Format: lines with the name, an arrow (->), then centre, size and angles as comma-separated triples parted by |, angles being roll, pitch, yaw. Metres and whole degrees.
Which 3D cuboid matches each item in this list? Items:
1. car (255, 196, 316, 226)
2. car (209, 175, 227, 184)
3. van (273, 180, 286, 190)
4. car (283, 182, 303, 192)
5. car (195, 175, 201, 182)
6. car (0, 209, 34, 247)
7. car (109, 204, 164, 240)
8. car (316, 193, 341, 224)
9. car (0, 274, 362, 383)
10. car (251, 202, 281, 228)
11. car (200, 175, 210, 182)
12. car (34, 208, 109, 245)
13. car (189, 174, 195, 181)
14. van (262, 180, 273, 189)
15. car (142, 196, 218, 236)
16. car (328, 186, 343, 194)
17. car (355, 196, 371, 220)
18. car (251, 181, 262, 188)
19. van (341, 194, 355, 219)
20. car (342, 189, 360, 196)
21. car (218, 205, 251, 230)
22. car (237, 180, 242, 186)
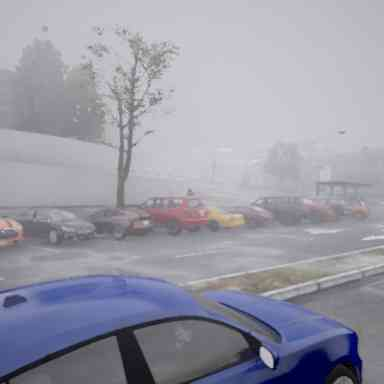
car -> 5.684, 1.332, 24.269 | 5.566, 2.045, 2.435 | -1, -1, 35
car -> 7.371, -2.968, 87.613 | 1.946, 1.575, 5.366 | 7, 3, 34
van -> 19.358, -1.284, 70.120 | 1.878, 1.987, 4.442 | 7, 3, 35
car -> 21.117, -0.786, 67.758 | 2.231, 1.521, 4.892 | 7, 3, 35
car -> 3.725, -3.643, 92.338 | 2.185, 1.767, 4.553 | 6, 3, 34
car -> -8.995, 1.369, 13.831 | 4.553, 1.767, 2.185 | -1, -1, 34
car -> -4.111, 1.550, 17.305 | 4.792, 1.488, 2.163 | -1, -1, 35
car -> 8.197, 1.347, 25.975 | 5.566, 2.045, 2.435 | -1, -1, 35
car -> -0.544, 1.482, 2.741 | 5.008, 1.535, 1.882 | 1, -1, -36
car -> 3.257, 1.607, 22.509 | 4.674, 1.452, 2.002 | -1, -1, 35
car -> 5.520, -3.492, 89.872 | 2.435, 2.045, 5.566 | 7, 3, 34
car -> -6.530, 1.508, 15.558 | 4.892, 1.521, 2.231 | -1, -1, 34
car -> 1.995, -3.878, 94.807 | 2.185, 1.767, 4.553 | 4, 1, 33
van -> 17.628, -1.557, 72.591 | 1.878, 1.987, 4.442 | 7, 3, 35
car -> -1.667, 1.284, 19.052 | 5.566, 2.045, 2.435 | -1, -1, 34
car -> 26.330, -0.220, 60.374 | 2.435, 2.045, 5.566 | 7, 3, 35
car -> 13.142, 1.505, 29.398 | 4.553, 1.767, 2.185 | -1, -1, 35
car -> 16.053, -1.604, 75.322 | 1.946, 1.575, 5.366 | 7, 3, 35
van -> 10.734, 1.388, 27.646 | 4.442, 1.987, 1.878 | -1, -1, 35
car -> 28.021, 0.343, 57.901 | 2.002, 1.452, 4.674 | 7, 3, 35
car -> 0.651, 1.550, 20.881 | 5.366, 1.575, 1.946 | -1, -1, 35
car -> 12.478, -2.110, 80.103 | 2.002, 1.452, 4.674 | 7, 3, 35
